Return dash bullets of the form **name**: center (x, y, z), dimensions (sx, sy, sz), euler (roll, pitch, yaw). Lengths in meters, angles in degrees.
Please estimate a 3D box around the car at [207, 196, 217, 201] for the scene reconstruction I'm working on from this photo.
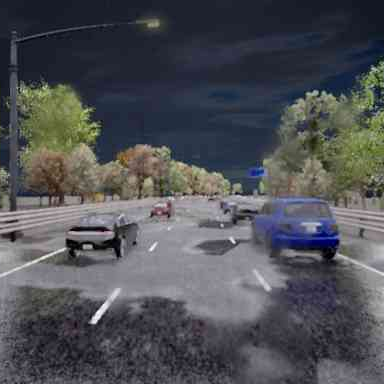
- **car**: center (5.241, 1.847, 90.279), dimensions (1.895, 1.301, 4.718), euler (0, 0, 7)

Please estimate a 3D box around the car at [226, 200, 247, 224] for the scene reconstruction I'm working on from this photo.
- **car**: center (3.938, 1.600, 25.648), dimensions (1.837, 1.490, 4.892), euler (0, 0, 2)

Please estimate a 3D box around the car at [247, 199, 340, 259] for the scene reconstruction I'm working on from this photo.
- **car**: center (3.731, 1.268, 12.940), dimensions (2.150, 2.045, 5.566), euler (0, -1, 1)

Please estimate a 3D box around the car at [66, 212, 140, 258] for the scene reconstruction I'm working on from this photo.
- **car**: center (-3.267, 1.537, 12.961), dimensions (2.128, 1.511, 4.902), euler (0, 0, 1)

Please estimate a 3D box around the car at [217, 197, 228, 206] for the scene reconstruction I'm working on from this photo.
- **car**: center (4.977, 1.661, 47.379), dimensions (1.882, 1.535, 5.008), euler (0, 0, 4)

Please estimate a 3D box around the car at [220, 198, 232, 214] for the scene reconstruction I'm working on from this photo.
- **car**: center (4.382, 1.663, 36.517), dimensions (1.812, 1.442, 4.674), euler (0, 0, 3)

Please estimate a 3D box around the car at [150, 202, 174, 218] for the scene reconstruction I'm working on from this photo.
- **car**: center (-2.745, 1.638, 31.073), dimensions (1.812, 1.442, 4.674), euler (0, 0, 2)
